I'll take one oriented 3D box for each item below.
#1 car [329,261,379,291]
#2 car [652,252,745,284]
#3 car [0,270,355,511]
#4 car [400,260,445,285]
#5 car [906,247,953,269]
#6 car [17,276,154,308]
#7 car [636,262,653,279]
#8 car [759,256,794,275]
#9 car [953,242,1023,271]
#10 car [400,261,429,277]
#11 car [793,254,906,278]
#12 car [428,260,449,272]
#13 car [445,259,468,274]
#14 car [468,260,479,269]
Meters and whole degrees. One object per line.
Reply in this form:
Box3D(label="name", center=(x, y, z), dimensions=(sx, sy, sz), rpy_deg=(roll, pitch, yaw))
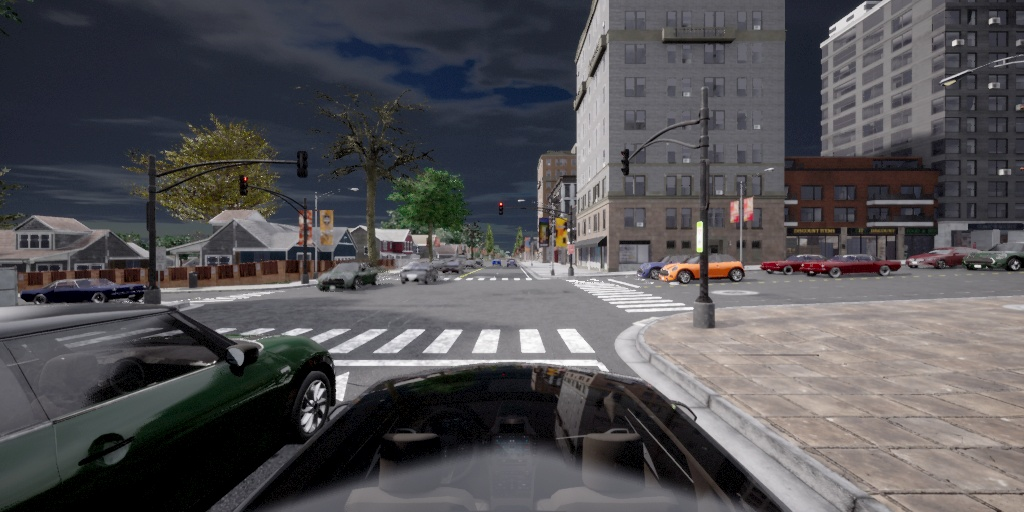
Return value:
Box3D(label="car", center=(-9.900, 1.131, 21.992), dimensions=(2.097, 1.767, 4.553), rpy_deg=(-1, 1, 0))
Box3D(label="car", center=(11.353, 0.680, 21.695), dimensions=(4.553, 1.767, 2.097), rpy_deg=(-2, 0, 0))
Box3D(label="car", center=(-3.152, 1.102, 2.461), dimensions=(2.097, 1.767, 4.553), rpy_deg=(0, 0, 0))
Box3D(label="car", center=(-6.629, 1.254, 26.106), dimensions=(2.128, 1.511, 4.902), rpy_deg=(0, 0, 0))
Box3D(label="car", center=(30.407, 0.121, 25.011), dimensions=(4.674, 1.442, 1.812), rpy_deg=(-2, 0, 0))
Box3D(label="car", center=(-21.636, 1.806, 18.338), dimensions=(4.718, 1.301, 1.895), rpy_deg=(-2, 0, 0))
Box3D(label="car", center=(11.099, 0.679, 25.015), dimensions=(4.553, 1.767, 2.097), rpy_deg=(-2, 0, 2))
Box3D(label="car", center=(20.096, 0.583, 24.979), dimensions=(4.718, 1.301, 1.895), rpy_deg=(-2, 0, 0))
Box3D(label="car", center=(30.492, -0.045, 21.764), dimensions=(4.553, 1.767, 2.097), rpy_deg=(-2, 0, 0))
Box3D(label="car", center=(-9.889, 1.293, 36.703), dimensions=(1.812, 1.442, 4.674), rpy_deg=(0, 0, 0))
Box3D(label="car", center=(20.337, 0.584, 21.730), dimensions=(4.718, 1.301, 1.895), rpy_deg=(-2, 0, 0))
Box3D(label="car", center=(-9.909, 1.291, 48.673), dimensions=(1.837, 1.490, 4.892), rpy_deg=(0, 0, 0))
Box3D(label="car", center=(-6.649, 1.320, 41.042), dimensions=(2.033, 1.411, 5.357), rpy_deg=(0, 0, 0))
Box3D(label="car", center=(-6.659, 1.311, 56.059), dimensions=(1.837, 1.490, 4.892), rpy_deg=(0, -1, 0))
